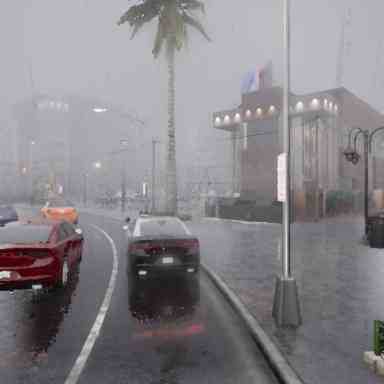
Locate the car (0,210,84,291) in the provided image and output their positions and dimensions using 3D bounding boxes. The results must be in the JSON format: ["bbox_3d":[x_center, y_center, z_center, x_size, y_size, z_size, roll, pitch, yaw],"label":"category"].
[{"bbox_3d":[-4.138,1.474,8.954,1.882,1.535,5.008,0,0,-11],"label":"car"}]

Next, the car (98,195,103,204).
[{"bbox_3d":[-14.576,1.238,56.454,4.553,1.767,2.185,0,0,42],"label":"car"}]

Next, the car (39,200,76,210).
[{"bbox_3d":[-9.623,1.342,23.687,2.097,1.767,4.553,0,0,-30],"label":"car"}]

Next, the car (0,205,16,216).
[{"bbox_3d":[-13.135,1.550,22.778,1.994,1.385,4.181,0,0,-31],"label":"car"}]

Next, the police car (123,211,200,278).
[{"bbox_3d":[-1.110,1.423,10.451,1.930,1.638,5.238,0,0,-12],"label":"police car"}]
